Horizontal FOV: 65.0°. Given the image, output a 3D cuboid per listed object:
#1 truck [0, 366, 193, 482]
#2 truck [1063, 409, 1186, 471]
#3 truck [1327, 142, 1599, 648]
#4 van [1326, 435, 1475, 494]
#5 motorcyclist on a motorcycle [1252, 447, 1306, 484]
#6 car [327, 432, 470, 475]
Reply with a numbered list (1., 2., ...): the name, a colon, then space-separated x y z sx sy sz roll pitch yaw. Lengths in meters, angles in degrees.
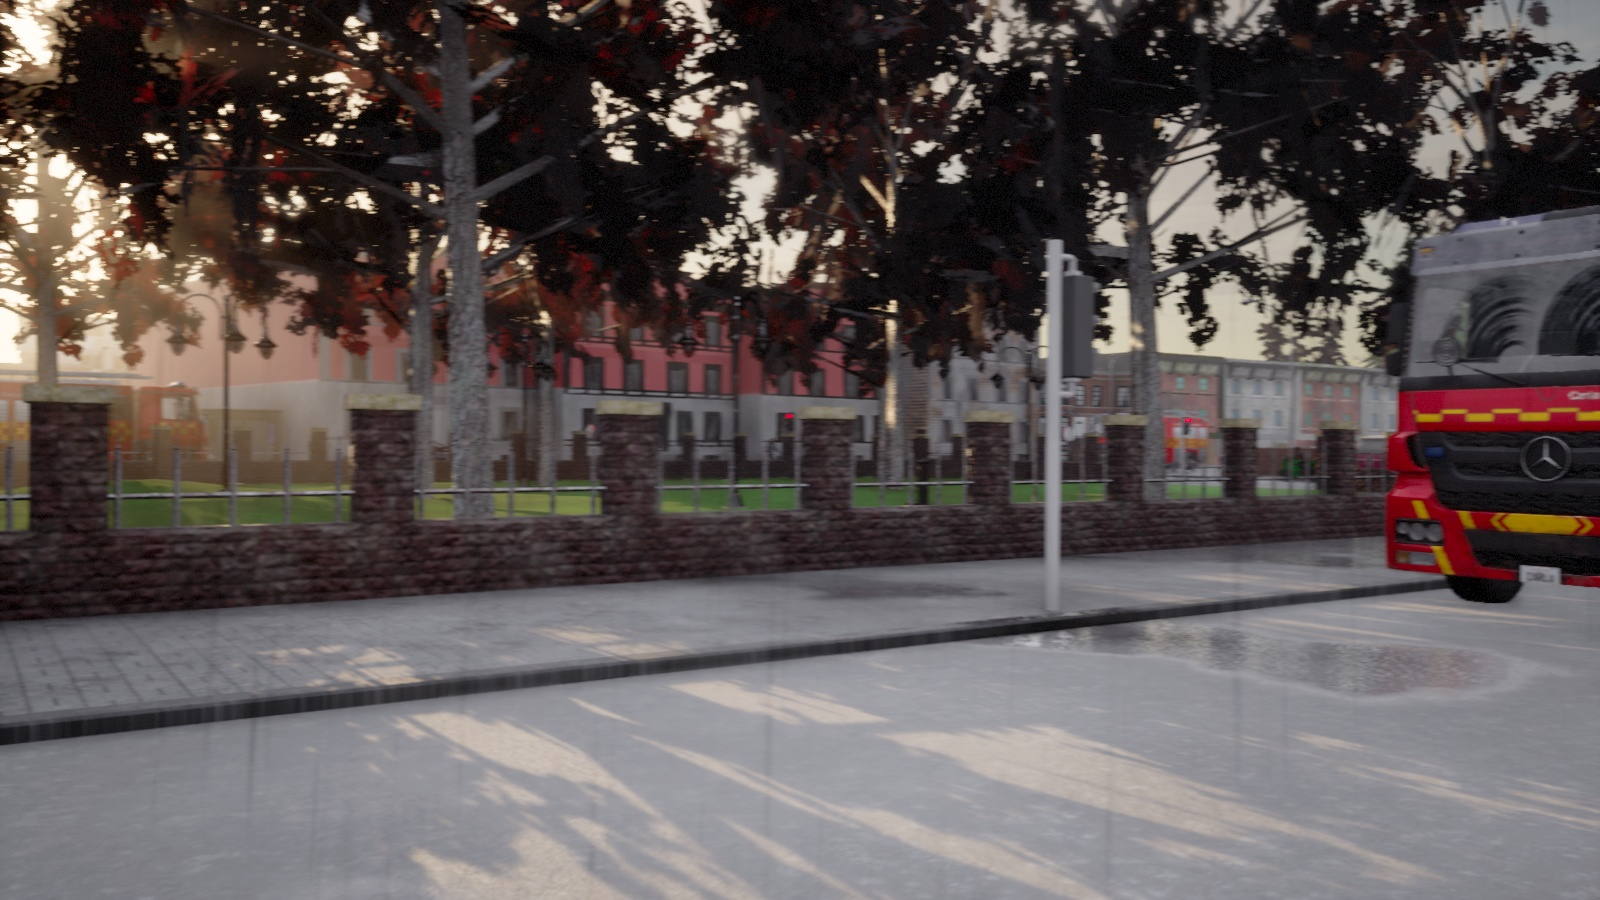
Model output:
1. truck: -25.915 -0.871 43.424 8.468 3.827 2.891 0 0 -35
2. truck: 21.034 -0.633 81.228 8.468 3.827 2.891 0 0 -35
3. truck: 8.979 -0.399 12.625 8.468 3.827 2.891 0 0 -37
4. van: 21.339 0.469 44.757 1.775 1.987 4.442 0 0 -37
5. motorcyclist on a motorcycle: 20.309 0.646 53.305 0.797 1.523 2.044 0 0 -35
6. car: -16.068 0.127 50.338 5.027 1.651 2.152 0 0 -35
